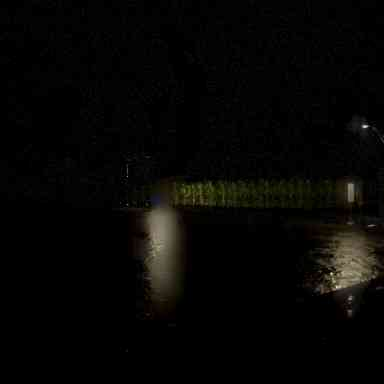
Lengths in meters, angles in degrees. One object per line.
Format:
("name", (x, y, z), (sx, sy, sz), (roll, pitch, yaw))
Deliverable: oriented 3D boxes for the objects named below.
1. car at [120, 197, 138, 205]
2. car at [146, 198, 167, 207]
("car", (-11.843, 1.685, 62.101), (1.837, 1.490, 4.892), (-1, 0, -36))
("car", (-5.762, 1.665, 53.909), (1.812, 1.442, 4.674), (-1, 0, -36))
